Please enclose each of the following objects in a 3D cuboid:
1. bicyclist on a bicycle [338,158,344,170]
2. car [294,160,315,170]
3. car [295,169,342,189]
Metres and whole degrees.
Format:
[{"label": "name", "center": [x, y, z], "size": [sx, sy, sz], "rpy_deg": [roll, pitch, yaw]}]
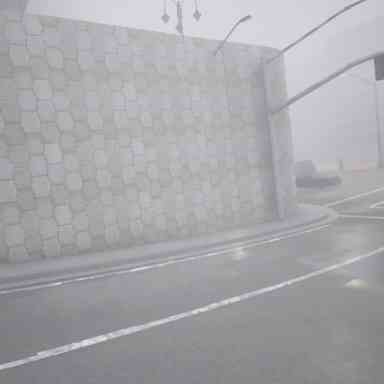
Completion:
[{"label": "bicyclist on a bicycle", "center": [20.055, -3.815, 44.855], "size": [1.656, 1.620, 0.582], "rpy_deg": [-11, 6, -35]}, {"label": "car", "center": [13.585, -3.016, 44.087], "size": [2.150, 2.045, 5.566], "rpy_deg": [-11, 6, -35]}, {"label": "car", "center": [10.823, -1.010, 29.772], "size": [1.895, 1.301, 4.718], "rpy_deg": [-11, 6, -35]}]
